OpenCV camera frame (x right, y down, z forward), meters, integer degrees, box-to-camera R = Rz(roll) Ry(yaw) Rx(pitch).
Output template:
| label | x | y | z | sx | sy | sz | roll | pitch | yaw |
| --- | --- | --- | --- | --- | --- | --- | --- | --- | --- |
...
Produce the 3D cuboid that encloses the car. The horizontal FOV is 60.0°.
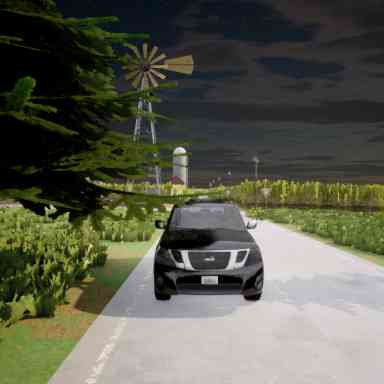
| label | x | y | z | sx | sy | sz | roll | pitch | yaw |
| --- | --- | --- | --- | --- | --- | --- | --- | --- | --- |
| car | 0.334 | 1.221 | 8.702 | 2.150 | 2.045 | 5.566 | 0 | 0 | 0 |
